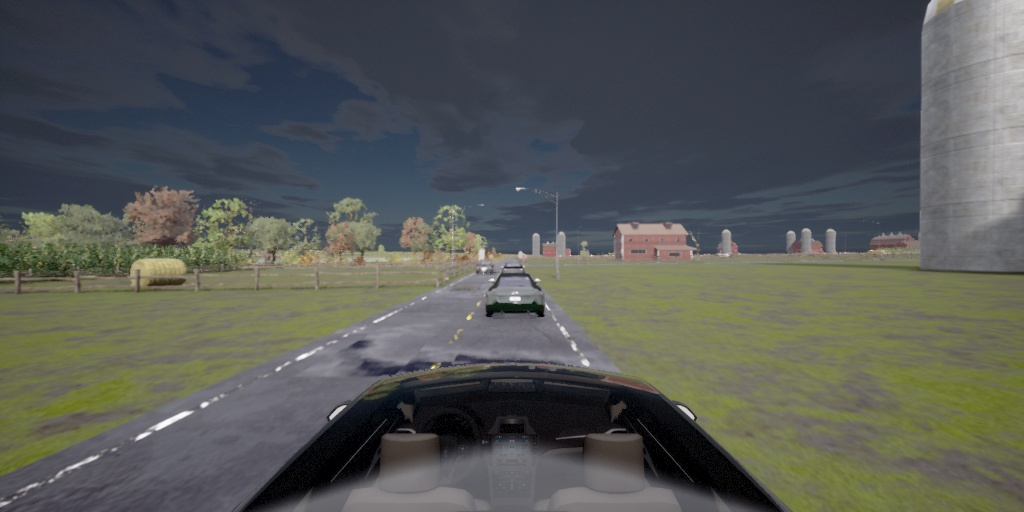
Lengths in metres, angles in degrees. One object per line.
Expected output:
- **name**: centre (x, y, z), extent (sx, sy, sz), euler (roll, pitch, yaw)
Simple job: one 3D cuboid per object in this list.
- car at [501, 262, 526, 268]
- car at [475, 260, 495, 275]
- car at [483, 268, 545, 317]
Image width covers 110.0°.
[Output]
- **car**: centre (0.095, 1.215, 29.474), extent (2.128, 1.511, 4.902), euler (0, 0, 0)
- **car**: centre (-2.849, 1.206, 38.985), extent (2.128, 1.511, 4.902), euler (0, 0, 0)
- **car**: centre (0.100, 1.303, 13.190), extent (1.994, 1.385, 4.181), euler (0, 0, 0)
